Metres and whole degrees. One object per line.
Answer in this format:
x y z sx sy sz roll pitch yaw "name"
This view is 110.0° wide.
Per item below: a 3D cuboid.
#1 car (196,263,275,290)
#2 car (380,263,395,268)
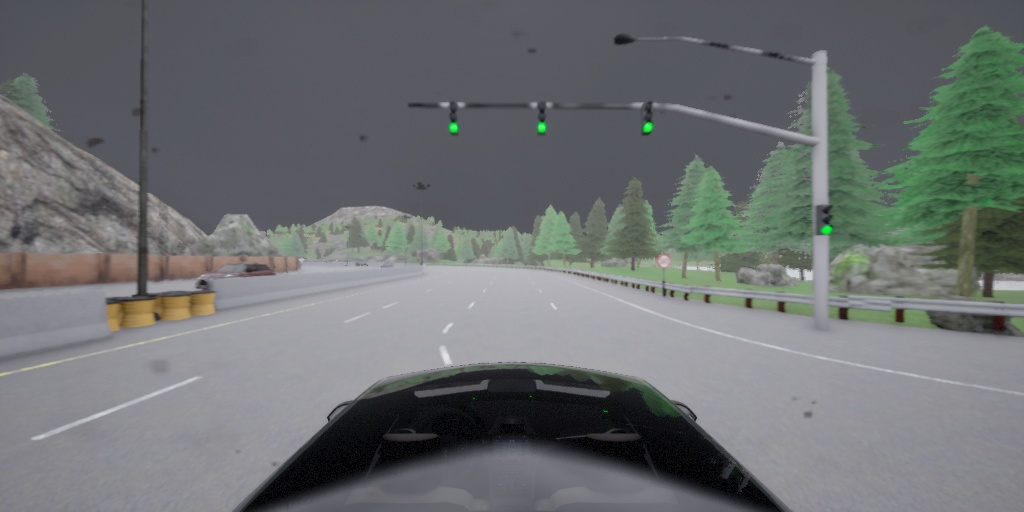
-17.039 1.240 22.416 2.097 1.767 4.553 0 -1 0 "car"
-18.415 1.782 53.418 2.033 1.411 5.357 0 0 -14 "car"
